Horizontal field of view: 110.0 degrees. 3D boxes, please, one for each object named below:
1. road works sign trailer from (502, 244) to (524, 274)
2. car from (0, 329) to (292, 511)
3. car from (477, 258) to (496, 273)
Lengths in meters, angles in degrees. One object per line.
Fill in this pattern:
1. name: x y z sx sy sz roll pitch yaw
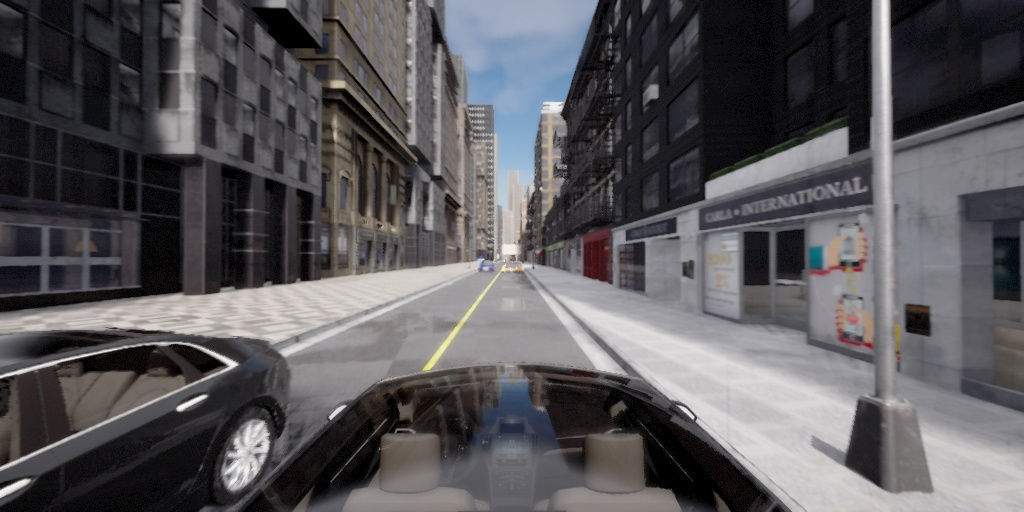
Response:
1. road works sign trailer: 0.001 0.256 42.355 2.380 3.560 2.880 0 0 0
2. car: -3.100 1.255 1.594 1.837 1.490 4.892 0 0 0
3. car: -3.081 1.321 44.397 1.812 1.442 4.674 0 0 0
